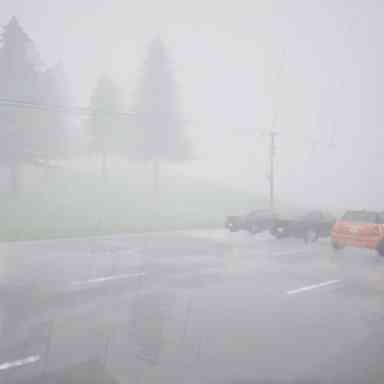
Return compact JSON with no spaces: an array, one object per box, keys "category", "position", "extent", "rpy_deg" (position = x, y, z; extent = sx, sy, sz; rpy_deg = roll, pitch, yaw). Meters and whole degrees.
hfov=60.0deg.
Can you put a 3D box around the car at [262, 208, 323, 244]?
[{"category":"car","position":[6.093,1.615,16.804],"extent":[5.008,1.535,1.882],"rpy_deg":[0,0,-35]}]

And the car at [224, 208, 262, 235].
[{"category":"car","position":[4.001,1.662,19.612],"extent":[4.674,1.442,1.812],"rpy_deg":[0,0,-35]}]

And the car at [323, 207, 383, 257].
[{"category":"car","position":[7.810,1.484,13.733],"extent":[4.553,1.767,2.097],"rpy_deg":[1,-1,-35]}]
